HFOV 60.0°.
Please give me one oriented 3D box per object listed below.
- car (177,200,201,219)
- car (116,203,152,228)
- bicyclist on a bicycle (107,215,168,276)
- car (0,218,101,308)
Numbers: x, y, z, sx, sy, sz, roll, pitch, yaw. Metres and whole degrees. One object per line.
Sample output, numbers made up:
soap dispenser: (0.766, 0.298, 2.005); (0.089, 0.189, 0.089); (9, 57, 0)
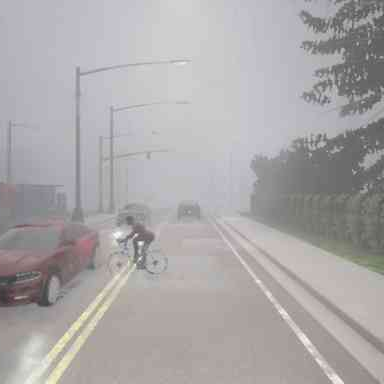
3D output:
car: (-0.254, 1.477, 29.140); (1.882, 1.535, 5.008); (0, 0, -1)
car: (-3.850, 1.505, 22.559); (1.837, 1.490, 4.892); (0, 0, 0)
bicyclist on a bicycle: (-1.486, 1.453, 8.936); (1.656, 1.620, 0.582); (-2, 0, -1)
car: (-3.685, 1.477, 8.191); (1.882, 1.535, 5.008); (0, 0, -1)
